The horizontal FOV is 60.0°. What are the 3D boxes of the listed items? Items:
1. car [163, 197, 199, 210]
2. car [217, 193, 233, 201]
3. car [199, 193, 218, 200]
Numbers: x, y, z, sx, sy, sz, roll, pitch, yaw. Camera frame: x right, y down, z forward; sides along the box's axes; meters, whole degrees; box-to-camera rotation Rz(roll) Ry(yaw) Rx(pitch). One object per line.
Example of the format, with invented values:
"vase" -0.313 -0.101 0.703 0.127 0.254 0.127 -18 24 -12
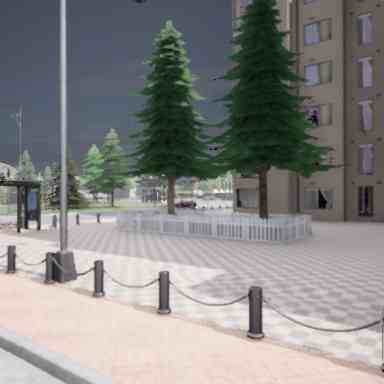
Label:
"car" -1.467 1.715 45.809 1.895 1.301 4.718 0 0 35
"car" 9.095 1.571 84.969 3.633 1.501 1.845 0 0 35
"car" 4.724 1.615 91.666 3.806 1.475 1.970 0 0 35
